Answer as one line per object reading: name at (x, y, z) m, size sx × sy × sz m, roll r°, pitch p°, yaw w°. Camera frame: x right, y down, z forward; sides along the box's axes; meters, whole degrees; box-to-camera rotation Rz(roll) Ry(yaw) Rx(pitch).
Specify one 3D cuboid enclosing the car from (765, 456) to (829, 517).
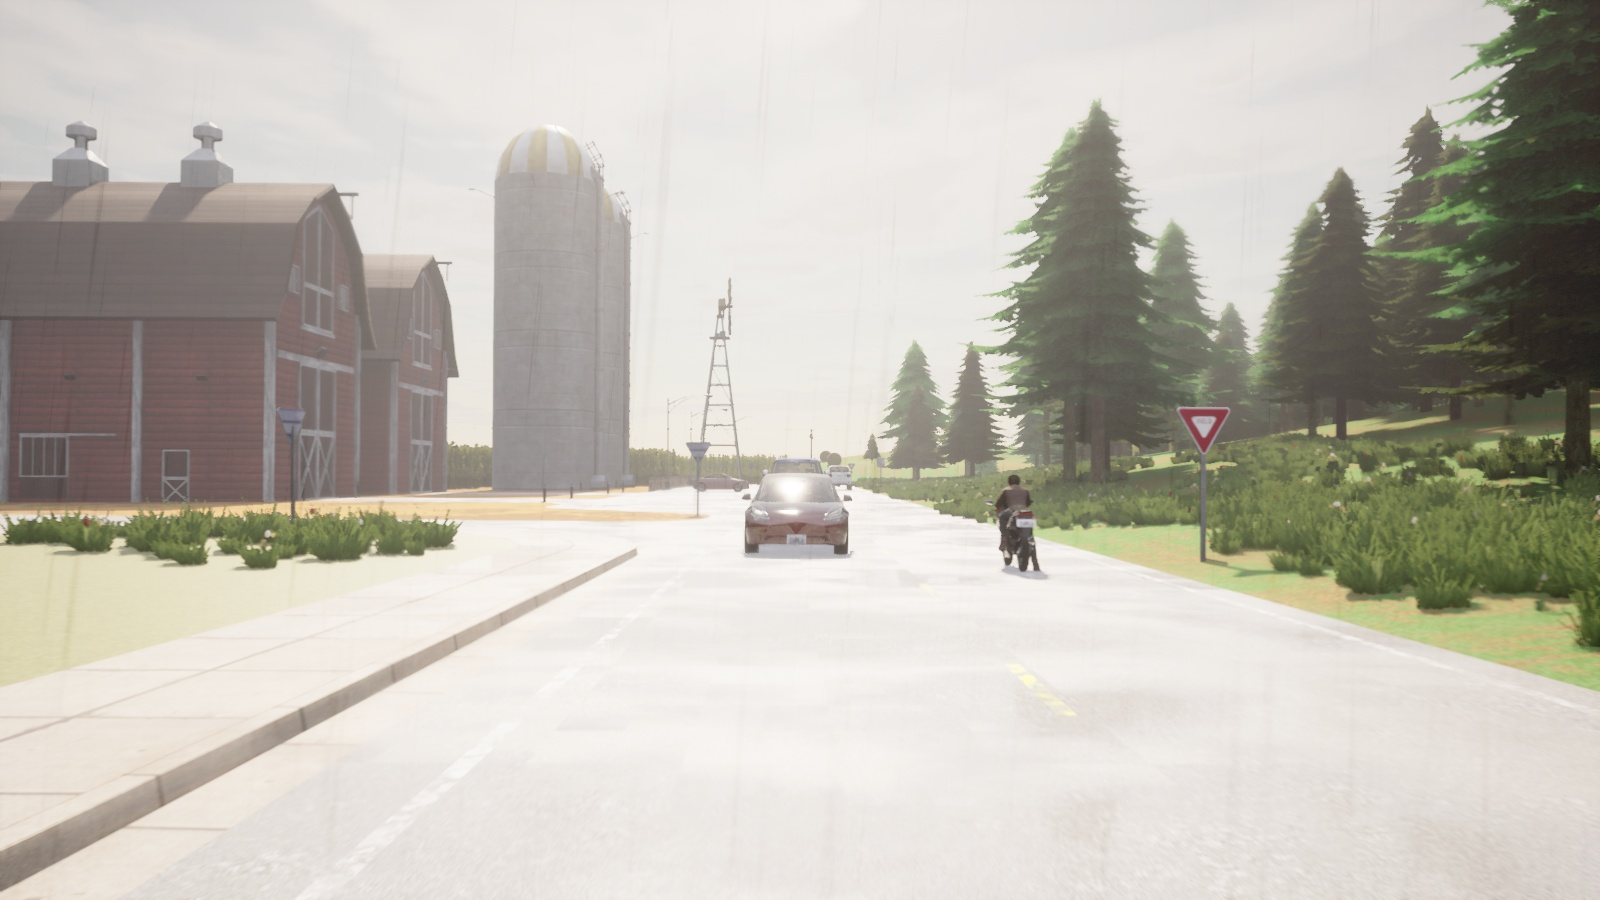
car at (-0.112, 1.291, 45.241) m, size 2.150 × 2.045 × 5.566 m, roll 0°, pitch -1°, yaw 0°

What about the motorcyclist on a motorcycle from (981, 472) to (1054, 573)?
motorcyclist on a motorcycle at (3.451, 1.120, 20.125) m, size 0.797 × 1.523 × 2.044 m, roll 0°, pitch -1°, yaw 0°

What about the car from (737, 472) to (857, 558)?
car at (-0.057, 1.208, 25.059) m, size 2.163 × 1.488 × 4.792 m, roll 0°, pitch 0°, yaw 0°
